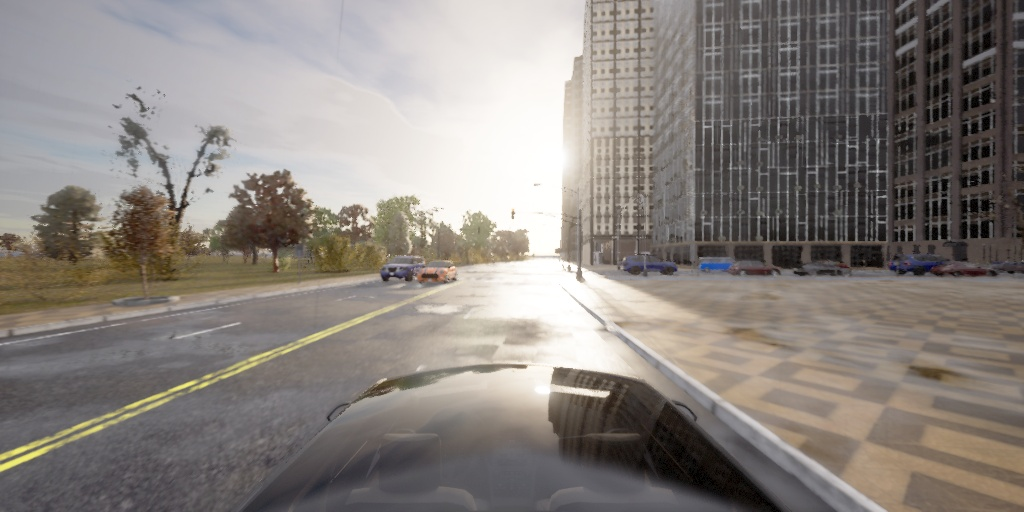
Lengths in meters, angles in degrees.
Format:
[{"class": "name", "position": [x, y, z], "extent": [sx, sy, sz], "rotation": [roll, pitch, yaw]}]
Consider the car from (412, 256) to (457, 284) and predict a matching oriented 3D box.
[{"class": "car", "position": [-5.639, 1.133, 27.504], "extent": [2.097, 1.767, 4.553], "rotation": [0, 0, 4]}]

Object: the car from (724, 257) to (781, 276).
[{"class": "car", "position": [22.738, 1.158, 33.590], "extent": [4.097, 1.591, 1.967], "rotation": [0, 0, 7]}]

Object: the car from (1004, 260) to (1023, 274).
[{"class": "car", "position": [49.548, 1.148, 36.043], "extent": [5.357, 1.411, 2.033], "rotation": [0, 0, 7]}]

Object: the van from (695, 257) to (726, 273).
[{"class": "van", "position": [23.844, 1.048, 42.143], "extent": [3.998, 1.789, 1.690], "rotation": [0, 0, 7]}]

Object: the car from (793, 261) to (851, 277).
[{"class": "car", "position": [28.388, 1.260, 32.929], "extent": [4.313, 1.339, 1.948], "rotation": [0, 0, 7]}]

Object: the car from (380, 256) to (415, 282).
[{"class": "car", "position": [-8.749, 0.998, 29.483], "extent": [2.150, 2.045, 5.566], "rotation": [0, 0, 5]}]

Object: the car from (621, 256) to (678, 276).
[{"class": "car", "position": [14.277, 0.973, 37.498], "extent": [5.566, 2.045, 2.150], "rotation": [0, 0, 7]}]

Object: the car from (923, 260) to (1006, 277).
[{"class": "car", "position": [39.682, 1.229, 31.561], "extent": [4.207, 1.307, 1.802], "rotation": [0, 0, 7]}]

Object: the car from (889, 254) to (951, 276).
[{"class": "car", "position": [39.697, 0.867, 34.265], "extent": [5.566, 2.045, 2.150], "rotation": [0, 0, 7]}]
